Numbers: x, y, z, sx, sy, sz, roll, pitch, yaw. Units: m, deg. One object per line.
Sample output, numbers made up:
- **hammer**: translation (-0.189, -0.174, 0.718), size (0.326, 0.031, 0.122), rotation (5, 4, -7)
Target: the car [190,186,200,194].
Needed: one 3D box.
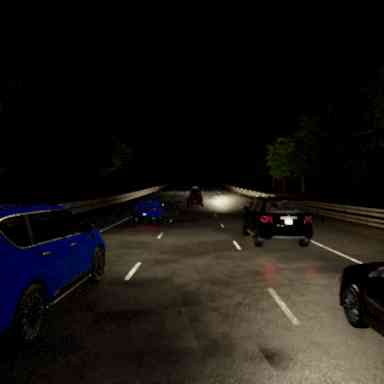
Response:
- **car**: translation (0.730, -0.468, 73.676), size (2.128, 1.511, 4.902), rotation (0, 3, 1)

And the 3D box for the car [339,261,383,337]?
- **car**: translation (3.523, 1.495, 4.060), size (2.128, 1.511, 4.902), rotation (0, 0, 1)

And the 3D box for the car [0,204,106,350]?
- **car**: translation (-3.344, 1.221, 6.365), size (2.150, 2.045, 5.566), rotation (0, 0, 0)

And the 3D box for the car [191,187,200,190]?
- **car**: translation (0.656, 0.247, 56.639), size (1.882, 1.535, 5.008), rotation (0, 2, 1)

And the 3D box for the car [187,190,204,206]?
- **car**: translation (0.395, 0.886, 40.942), size (1.882, 1.535, 5.008), rotation (0, 2, 1)

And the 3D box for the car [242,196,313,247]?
- **car**: translation (3.636, 1.189, 15.081), size (2.150, 2.045, 5.566), rotation (0, 0, 1)

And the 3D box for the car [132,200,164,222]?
- **car**: translation (-3.165, 1.314, 24.846), size (1.882, 1.535, 5.008), rotation (0, 1, 1)
